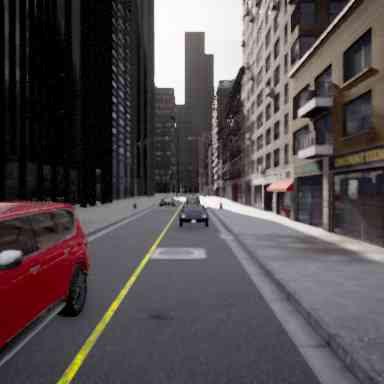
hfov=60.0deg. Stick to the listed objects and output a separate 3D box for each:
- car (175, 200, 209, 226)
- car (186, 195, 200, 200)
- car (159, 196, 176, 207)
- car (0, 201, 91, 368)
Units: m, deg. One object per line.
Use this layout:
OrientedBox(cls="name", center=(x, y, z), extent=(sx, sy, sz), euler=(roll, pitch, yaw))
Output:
OrientedBox(cls="car", center=(0.115, 1.446, 21.995), extent=(1.895, 1.301, 4.718), euler=(0, 1, 0))
OrientedBox(cls="car", center=(0.126, 1.138, 45.530), extent=(2.128, 1.511, 4.902), euler=(0, 1, 0))
OrientedBox(cls="car", center=(-3.055, 1.234, 42.594), extent=(1.994, 1.385, 4.181), euler=(0, 0, 0))
OrientedBox(cls="car", center=(-3.087, 1.197, 4.455), extent=(2.150, 2.045, 5.566), euler=(0, 0, 0))
